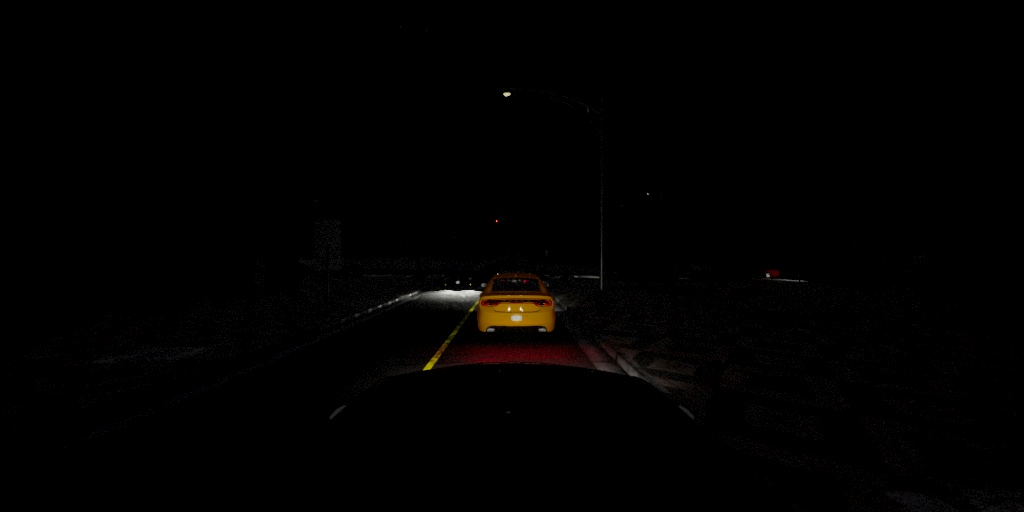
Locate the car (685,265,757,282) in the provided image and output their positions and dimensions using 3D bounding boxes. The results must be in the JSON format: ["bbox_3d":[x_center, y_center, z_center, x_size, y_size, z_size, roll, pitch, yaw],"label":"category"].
[{"bbox_3d":[17.953,1.568,30.981,4.829,1.417,1.751,0,0,0],"label":"car"}]

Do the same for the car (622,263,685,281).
[{"bbox_3d":[12.141,1.522,30.985,4.313,1.339,1.948,0,0,0],"label":"car"}]

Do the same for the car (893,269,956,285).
[{"bbox_3d":[34.714,1.861,30.970,4.507,1.381,1.888,0,0,0],"label":"car"}]

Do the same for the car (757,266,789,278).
[{"bbox_3d":[29.083,1.763,39.499,4.507,1.381,1.888,0,0,0],"label":"car"}]

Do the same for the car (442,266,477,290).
[{"bbox_3d":[-3.090,1.312,22.360,1.994,1.385,4.181,0,0,-1],"label":"car"}]

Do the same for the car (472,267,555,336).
[{"bbox_3d":[0.103,1.227,10.430,1.882,1.535,5.008,0,0,0],"label":"car"}]

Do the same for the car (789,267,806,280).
[{"bbox_3d":[31.882,1.770,36.821,4.892,1.490,1.837,1,0,0],"label":"car"}]

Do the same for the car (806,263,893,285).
[{"bbox_3d":[29.070,1.538,30.974,5.009,1.841,2.192,0,0,0],"label":"car"}]

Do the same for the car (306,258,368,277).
[{"bbox_3d":[-14.767,1.115,30.905,4.403,1.370,2.007,0,0,0],"label":"car"}]

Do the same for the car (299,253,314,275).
[{"bbox_3d":[-17.453,0.746,33.662,5.566,2.045,2.150,1,0,0],"label":"car"}]

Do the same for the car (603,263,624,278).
[{"bbox_3d":[11.899,1.454,36.843,4.892,1.490,1.837,1,0,0],"label":"car"}]

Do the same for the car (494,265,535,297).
[{"bbox_3d":[0.110,1.296,20.257,2.033,1.411,5.357,0,0,0],"label":"car"}]

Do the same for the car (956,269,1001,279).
[{"bbox_3d":[40.364,1.993,30.967,4.207,1.307,1.802,0,0,0],"label":"car"}]

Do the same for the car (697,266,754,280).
[{"bbox_3d":[21.817,1.704,36.836,4.718,1.301,1.895,1,0,0],"label":"car"}]
